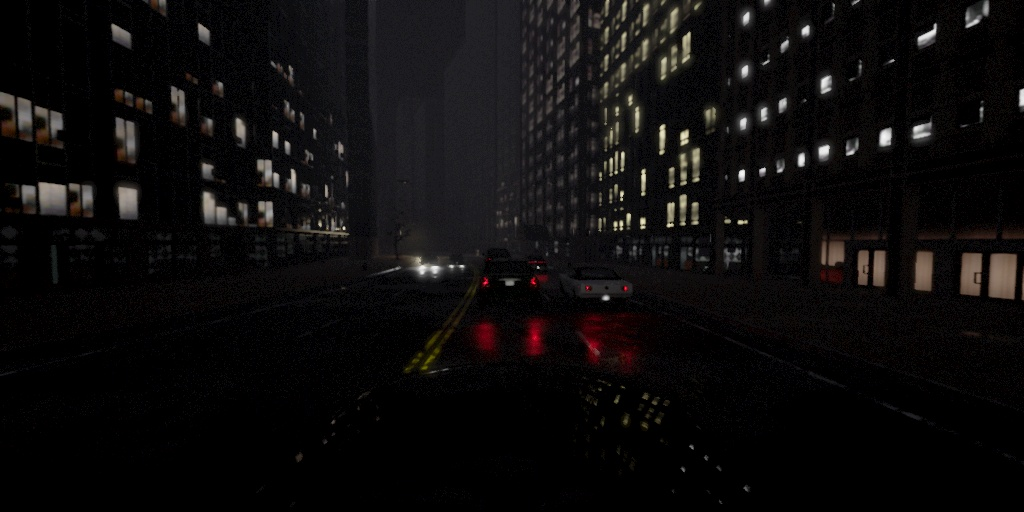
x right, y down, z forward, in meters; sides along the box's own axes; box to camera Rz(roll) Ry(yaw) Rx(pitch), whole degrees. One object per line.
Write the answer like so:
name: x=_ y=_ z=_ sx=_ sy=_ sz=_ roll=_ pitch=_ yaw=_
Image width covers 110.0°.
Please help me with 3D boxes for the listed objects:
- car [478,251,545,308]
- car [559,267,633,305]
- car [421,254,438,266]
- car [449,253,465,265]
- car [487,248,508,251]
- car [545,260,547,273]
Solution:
car: x=-0.135 y=0.847 z=13.773 sx=2.097 sy=1.767 sz=4.553 roll=0 pitch=2 yaw=-2
car: x=3.115 y=1.086 z=14.403 sx=1.895 sy=1.301 sz=4.718 roll=0 pitch=1 yaw=-2
car: x=-9.864 y=0.458 z=42.950 sx=1.895 sy=1.301 sz=4.718 roll=0 pitch=1 yaw=-10
car: x=-6.875 y=0.364 z=44.745 sx=2.033 sy=1.411 sz=5.357 roll=0 pitch=1 yaw=-10
car: x=-1.288 y=0.362 z=29.958 sx=2.150 sy=2.045 sz=5.566 roll=0 pitch=1 yaw=-6
car: x=1.813 y=0.618 z=31.351 sx=1.837 sy=1.490 sz=4.892 roll=0 pitch=1 yaw=-6
